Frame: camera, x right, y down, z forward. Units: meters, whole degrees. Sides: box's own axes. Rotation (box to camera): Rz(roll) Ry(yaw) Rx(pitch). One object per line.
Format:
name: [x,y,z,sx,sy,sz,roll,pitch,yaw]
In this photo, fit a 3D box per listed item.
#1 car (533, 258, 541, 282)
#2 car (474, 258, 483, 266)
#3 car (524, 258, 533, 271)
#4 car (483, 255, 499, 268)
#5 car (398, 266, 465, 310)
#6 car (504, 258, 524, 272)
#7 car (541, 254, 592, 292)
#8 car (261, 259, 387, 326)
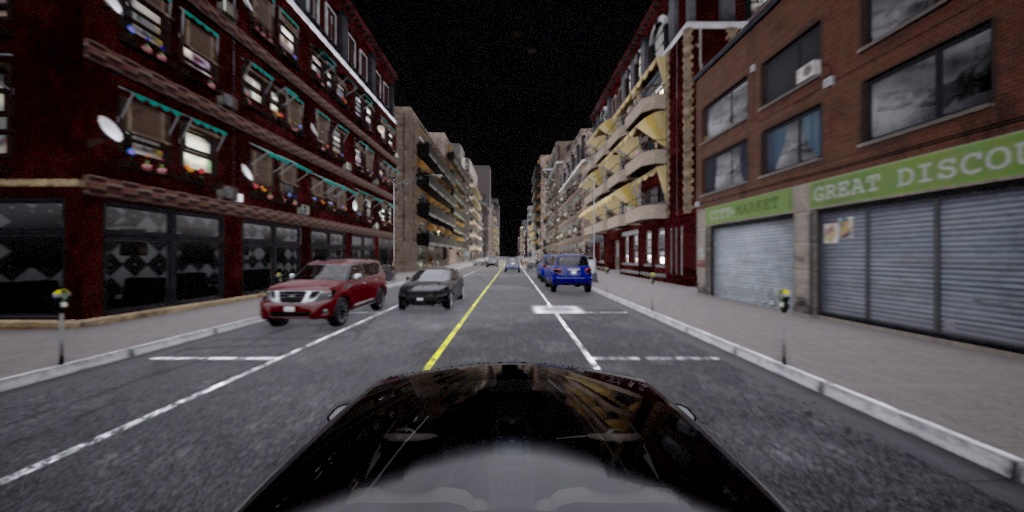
car: [3.109,0.883,27.688,2.150,2.045,5.566,0,0,0]
car: [-5.685,1.076,62.394,2.007,1.370,4.403,0,0,0]
car: [2.694,1.139,45.481,2.007,1.370,4.403,0,0,0]
car: [-3.055,1.055,55.657,1.837,1.490,4.892,0,0,0]
car: [-3.100,1.181,14.590,1.882,1.535,5.008,0,0,0]
car: [0.061,1.143,43.720,2.033,1.411,5.357,0,0,1]
car: [3.108,0.909,20.687,2.150,2.045,5.566,0,0,0]
car: [-5.690,1.029,11.669,2.192,1.841,5.009,0,0,0]
